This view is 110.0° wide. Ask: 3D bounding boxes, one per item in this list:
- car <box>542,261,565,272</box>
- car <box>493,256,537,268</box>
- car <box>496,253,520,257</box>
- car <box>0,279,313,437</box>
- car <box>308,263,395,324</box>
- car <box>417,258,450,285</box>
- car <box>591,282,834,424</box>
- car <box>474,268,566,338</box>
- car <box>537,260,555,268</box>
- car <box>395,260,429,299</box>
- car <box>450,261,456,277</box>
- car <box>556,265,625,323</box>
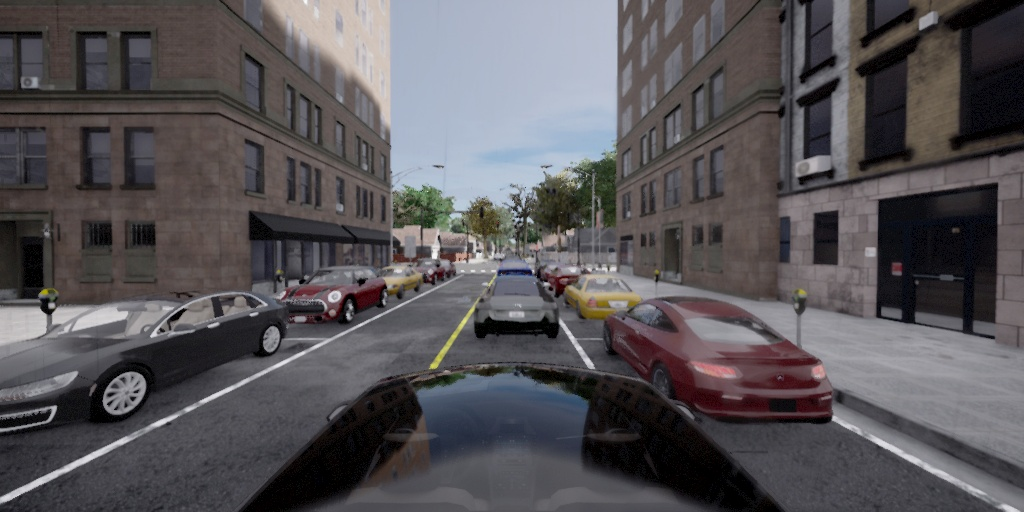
[{"bbox_3d":[2.661,1.071,16.607,1.888,1.381,4.507,0,0,0],"label":"car"},{"bbox_3d":[0.110,0.954,19.973,1.882,1.535,5.008,0,1,-1],"label":"car"},{"bbox_3d":[0.049,0.691,29.206,2.097,1.767,4.553,0,1,0],"label":"car"},{"bbox_3d":[-5.383,1.241,5.582,2.007,1.370,4.403,0,0,0],"label":"car"},{"bbox_3d":[-5.373,1.048,11.100,1.967,1.591,4.097,0,0,0],"label":"car"},{"bbox_3d":[-5.354,0.884,22.136,1.967,1.591,4.097,0,0,0],"label":"car"},{"bbox_3d":[2.642,1.273,5.571,1.802,1.307,4.207,0,0,0],"label":"car"},{"bbox_3d":[0.109,1.193,9.698,1.994,1.385,4.181,0,1,0],"label":"car"},{"bbox_3d":[2.671,1.026,22.124,1.802,1.307,4.207,0,0,0],"label":"car"},{"bbox_3d":[-5.364,1.051,16.448,1.751,1.417,4.829,0,0,0],"label":"car"},{"bbox_3d":[-5.344,0.944,27.655,1.802,1.307,4.207,0,0,0],"label":"car"},{"bbox_3d":[2.652,1.133,11.259,1.751,1.417,4.829,0,0,0],"label":"car"}]
